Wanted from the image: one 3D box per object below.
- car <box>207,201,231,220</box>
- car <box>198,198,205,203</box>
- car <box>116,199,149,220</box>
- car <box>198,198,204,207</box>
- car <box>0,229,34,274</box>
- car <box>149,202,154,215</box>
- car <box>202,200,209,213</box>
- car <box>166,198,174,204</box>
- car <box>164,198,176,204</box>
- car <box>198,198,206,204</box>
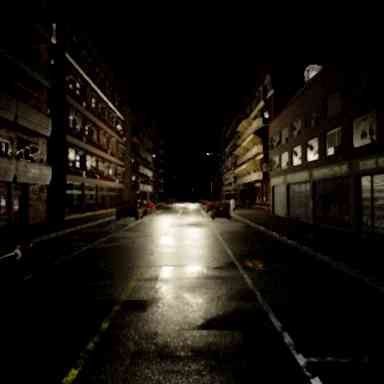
[{"bbox_3d":[2.657,1.837,31.462,1.752,1.417,4.829,0,-1,0],"label":"car"},{"bbox_3d":[2.593,2.476,93.287,1.947,1.339,4.313,0,-1,0],"label":"car"},{"bbox_3d":[-5.722,1.626,31.289,2.192,1.841,5.009,0,-1,0],"label":"car"},{"bbox_3d":[2.622,2.190,65.107,2.008,1.369,4.403,0,-1,0],"label":"car"},{"bbox_3d":[-5.700,1.671,8.742,1.802,1.307,4.206,0,-1,0],"label":"car"},{"bbox_3d":[-5.729,1.806,36.923,1.967,1.590,4.097,0,-1,0],"label":"car"},{"bbox_3d":[2.646,1.965,42.564,1.887,1.381,4.507,0,-1,0],"label":"car"},{"bbox_3d":[-5.783,2.408,87.647,2.008,1.369,4.403,0,-1,0],"label":"car"},{"bbox_3d":[-5.776,2.354,82.010,2.008,1.369,4.403,0,-1,0],"label":"car"},{"bbox_3d":[2.599,2.383,87.821,1.752,1.417,4.829,0,-1,0],"label":"car"}]
